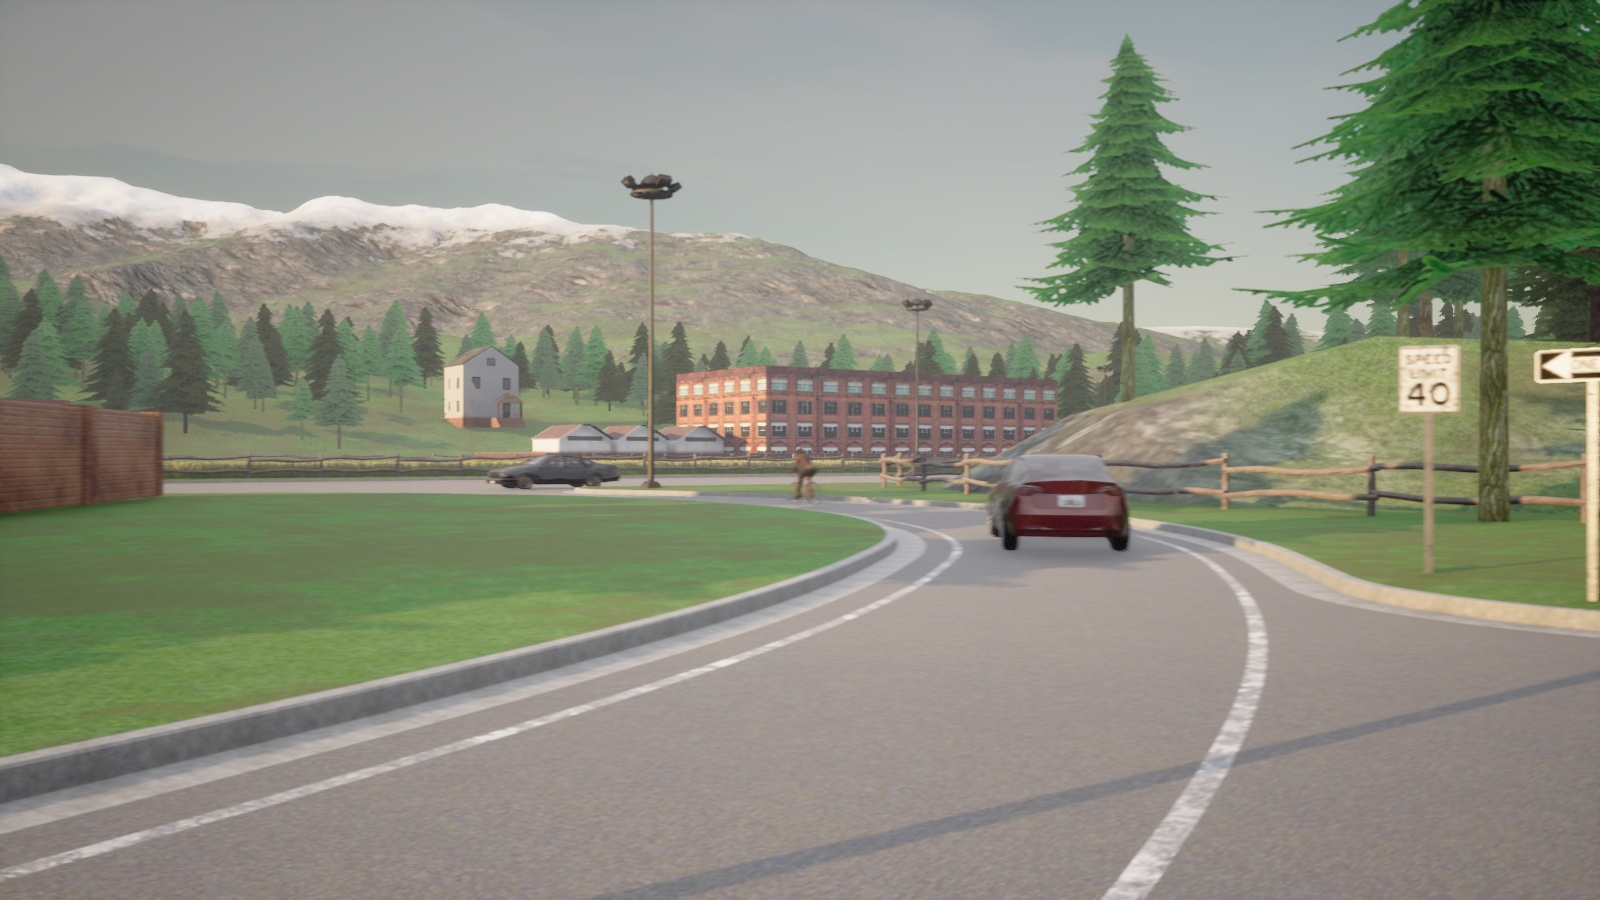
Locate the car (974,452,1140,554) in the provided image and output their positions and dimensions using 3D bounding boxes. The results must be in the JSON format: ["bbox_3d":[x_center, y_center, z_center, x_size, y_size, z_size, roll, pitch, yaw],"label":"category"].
[{"bbox_3d":[4.108,0.788,20.890,2.163,1.488,4.792,0,0,5],"label":"car"}]

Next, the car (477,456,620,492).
[{"bbox_3d":[-10.274,0.941,51.486,5.357,1.411,2.033,0,0,-35],"label":"car"}]

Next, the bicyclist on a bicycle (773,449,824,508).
[{"bbox_3d":[-0.061,0.785,35.466,0.582,1.620,1.656,-1,0,-34],"label":"bicyclist on a bicycle"}]
